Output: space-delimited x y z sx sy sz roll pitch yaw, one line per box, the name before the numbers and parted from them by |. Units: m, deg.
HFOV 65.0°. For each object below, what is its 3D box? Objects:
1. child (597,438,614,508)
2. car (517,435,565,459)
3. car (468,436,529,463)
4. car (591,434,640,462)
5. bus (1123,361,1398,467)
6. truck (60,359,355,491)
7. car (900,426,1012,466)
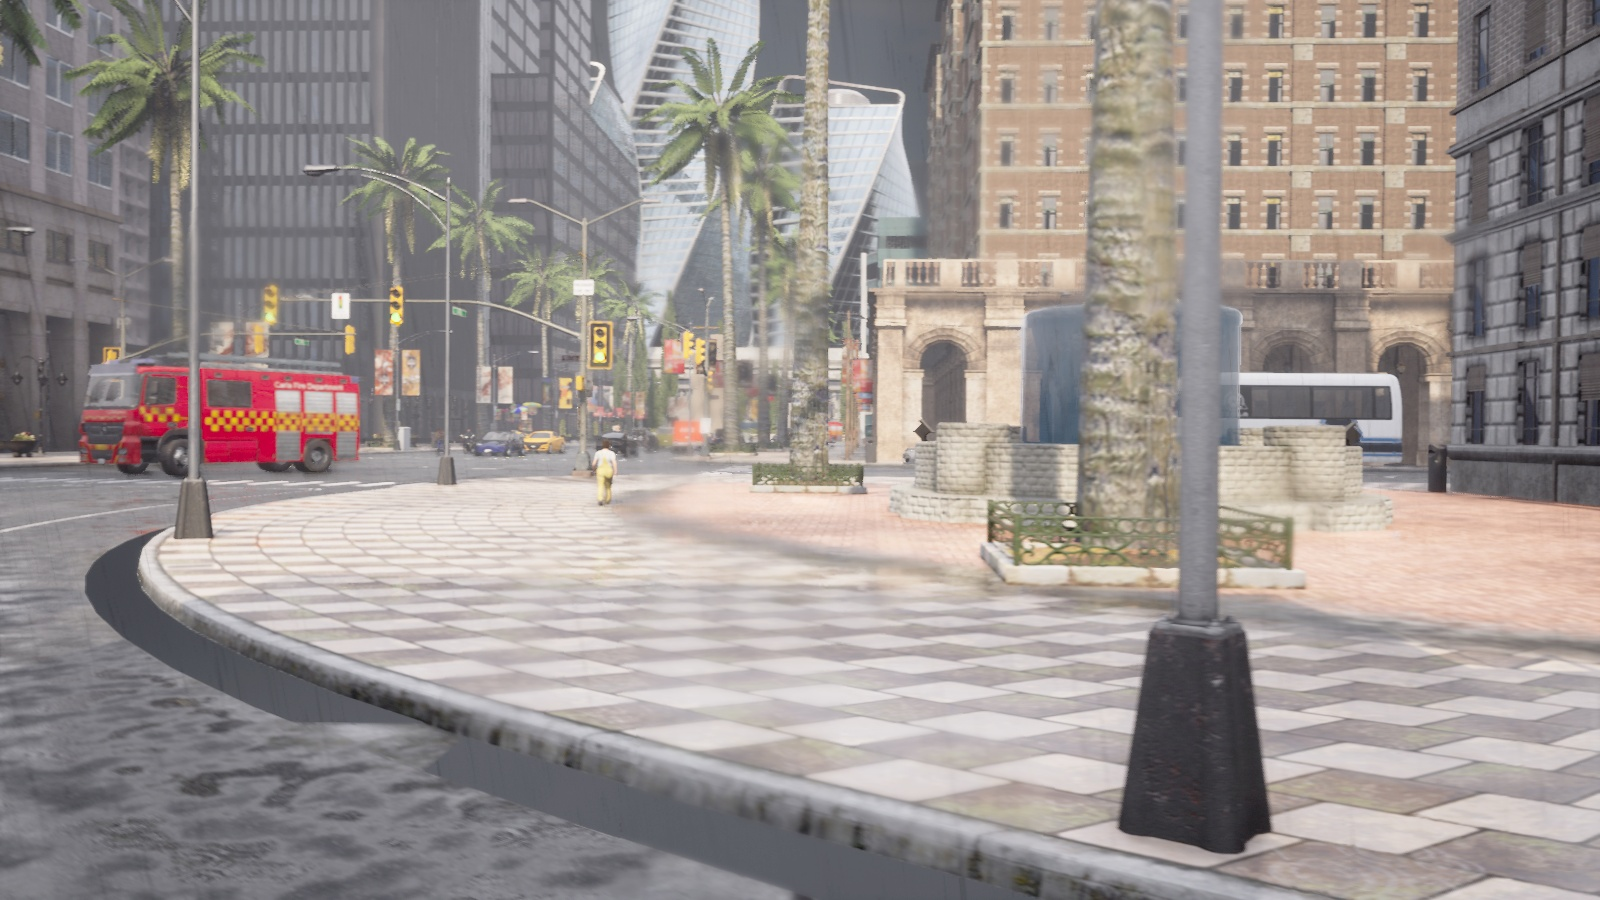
child | -3.529 0.408 22.815 0.270 1.263 0.437 -1 1 -7
car | -17.238 -0.213 83.803 1.882 1.535 5.008 0 1 4
car | -17.815 -0.066 74.396 2.163 1.488 4.792 0 1 4
car | -10.834 -0.145 74.230 1.882 1.535 5.008 0 1 3
bus | 19.351 -1.488 53.413 10.273 4.253 3.944 0 1 3
truck | -18.958 -0.794 40.916 2.891 3.827 8.468 0 1 31
car | 6.675 -0.170 54.171 4.611 1.667 2.242 0 1 3
